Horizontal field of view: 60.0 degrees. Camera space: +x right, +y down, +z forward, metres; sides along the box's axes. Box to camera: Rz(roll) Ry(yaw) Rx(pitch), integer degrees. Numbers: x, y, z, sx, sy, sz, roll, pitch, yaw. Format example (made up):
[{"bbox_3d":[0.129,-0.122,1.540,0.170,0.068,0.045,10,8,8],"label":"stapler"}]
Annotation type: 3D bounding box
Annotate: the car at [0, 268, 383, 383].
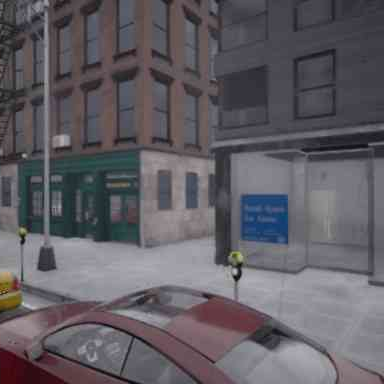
[{"bbox_3d":[-0.436,1.593,3.119,4.206,1.307,1.802,0,0,35],"label":"car"}]
